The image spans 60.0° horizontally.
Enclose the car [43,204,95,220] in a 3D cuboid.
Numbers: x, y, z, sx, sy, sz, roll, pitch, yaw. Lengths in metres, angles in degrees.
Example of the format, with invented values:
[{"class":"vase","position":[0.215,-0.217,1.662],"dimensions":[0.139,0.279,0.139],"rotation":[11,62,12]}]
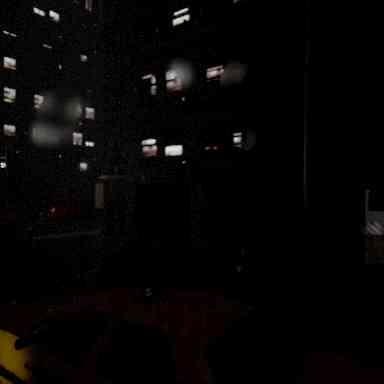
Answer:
[{"class":"car","position":[-12.171,1.922,33.193],"dimensions":[1.887,1.381,4.507],"rotation":[-1,-2,35]}]

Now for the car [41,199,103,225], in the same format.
[{"class":"car","position":[-9.082,1.572,27.672],"dimensions":[2.150,2.045,5.566],"rotation":[0,-1,37]}]

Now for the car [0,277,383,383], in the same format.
[{"class":"car","position":[-0.551,1.525,3.266],"dimensions":[4.829,1.417,1.752],"rotation":[0,0,35]}]

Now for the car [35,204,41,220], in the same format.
[{"class":"car","position":[-11.203,1.953,30.055],"dimensions":[1.895,1.301,4.718],"rotation":[0,-1,35]}]

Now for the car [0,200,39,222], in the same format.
[{"class":"car","position":[-15.463,1.590,28.551],"dimensions":[2.192,1.841,5.009],"rotation":[-1,-2,35]}]
